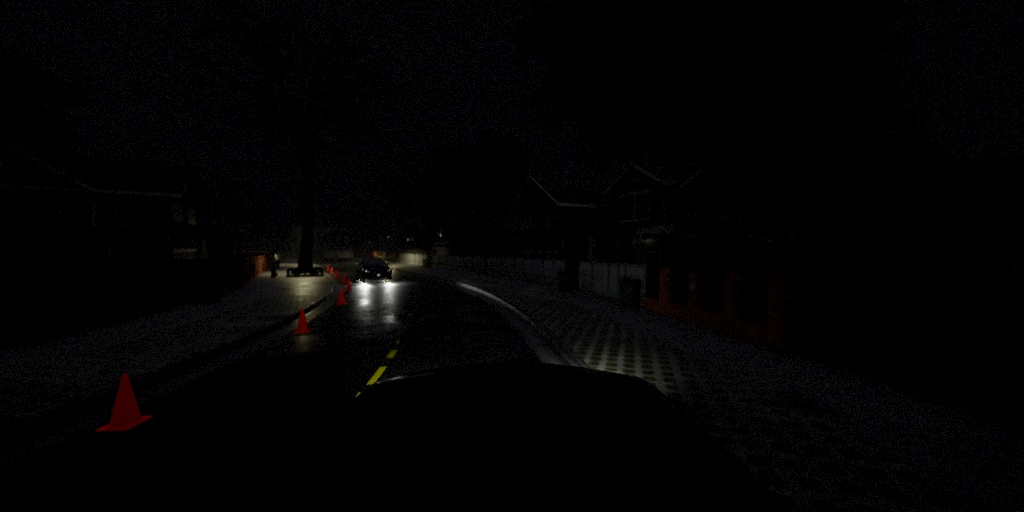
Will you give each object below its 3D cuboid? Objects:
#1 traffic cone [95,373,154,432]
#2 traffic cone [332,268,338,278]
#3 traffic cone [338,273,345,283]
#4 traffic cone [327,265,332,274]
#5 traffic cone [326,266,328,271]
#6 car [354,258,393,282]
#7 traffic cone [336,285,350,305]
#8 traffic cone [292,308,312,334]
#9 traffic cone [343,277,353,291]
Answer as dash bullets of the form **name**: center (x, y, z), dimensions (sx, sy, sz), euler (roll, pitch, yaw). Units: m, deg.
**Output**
- **traffic cone**: center (-4.496, 1.664, 4.174), dimensions (0.340, 0.580, 0.340), euler (0, 0, -5)
- **traffic cone**: center (-12.831, 1.275, 26.288), dimensions (0.340, 0.580, 0.340), euler (0, 0, -30)
- **traffic cone**: center (-10.299, 1.350, 21.977), dimensions (0.340, 0.580, 0.340), euler (0, 0, -30)
- **traffic cone**: center (-15.363, 1.200, 30.599), dimensions (0.340, 0.580, 0.340), euler (0, 0, -30)
- **traffic cone**: center (-17.896, 1.124, 34.909), dimensions (0.340, 0.580, 0.340), euler (0, 0, -30)
- **car**: center (-9.492, 0.876, 24.457), dimensions (1.812, 1.442, 4.674), euler (-1, 1, -30)
- **traffic cone**: center (-6.361, 1.501, 13.394), dimensions (0.340, 0.580, 0.340), euler (0, 0, -18)
- **traffic cone**: center (-5.162, 1.581, 8.838), dimensions (0.340, 0.580, 0.340), euler (0, 0, -11)
- **traffic cone**: center (-8.076, 1.424, 17.783), dimensions (0.340, 0.580, 0.340), euler (0, 0, -25)
